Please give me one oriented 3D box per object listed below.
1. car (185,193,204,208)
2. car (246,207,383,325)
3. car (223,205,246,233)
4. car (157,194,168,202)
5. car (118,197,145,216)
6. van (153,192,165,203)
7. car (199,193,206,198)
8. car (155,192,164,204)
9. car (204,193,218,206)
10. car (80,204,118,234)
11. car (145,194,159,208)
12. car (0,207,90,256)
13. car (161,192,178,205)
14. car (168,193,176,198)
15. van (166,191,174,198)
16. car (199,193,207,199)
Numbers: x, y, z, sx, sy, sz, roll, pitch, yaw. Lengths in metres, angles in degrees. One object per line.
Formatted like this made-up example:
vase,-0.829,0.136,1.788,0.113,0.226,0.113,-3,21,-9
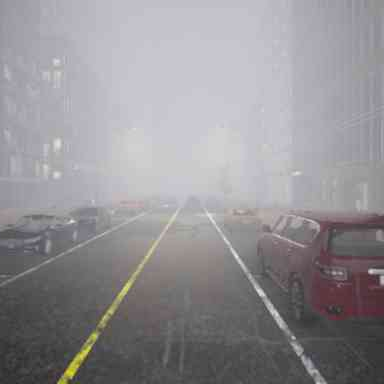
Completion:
car,0.113,1.185,41.124,1.882,1.535,5.008,0,1,0
car,2.697,1.268,6.915,2.192,1.841,5.009,0,0,0
car,2.699,1.398,18.470,1.752,1.417,4.829,0,0,0
car,-5.671,1.119,63.852,1.802,1.307,4.206,0,0,0
car,-5.679,1.373,29.698,1.802,1.307,4.206,0,0,0
van,-5.671,0.921,58.159,1.690,1.788,3.998,0,0,0
car,2.716,0.883,86.773,1.752,1.417,4.829,0,0,0
car,-5.674,1.168,52.468,1.887,1.381,4.507,0,0,0
car,2.706,1.232,46.761,1.947,1.339,4.313,0,0,0
car,-5.682,1.439,18.316,1.947,1.339,4.313,0,0,0
car,-5.677,1.259,41.083,2.008,1.369,4.403,0,0,0
car,-5.683,1.464,12.623,2.008,1.369,4.403,0,0,0
car,-3.003,1.190,49.971,2.033,1.411,5.357,0,0,0
car,-5.664,0.880,92.312,1.947,1.339,4.313,0,0,0
van,-5.664,0.700,86.619,1.690,1.788,3.998,0,0,0
car,2.714,0.986,80.911,1.802,1.307,4.206,0,0,0
